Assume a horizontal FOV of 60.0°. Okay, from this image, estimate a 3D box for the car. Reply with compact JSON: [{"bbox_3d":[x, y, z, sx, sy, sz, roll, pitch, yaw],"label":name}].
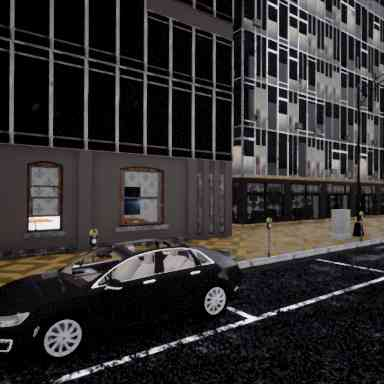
[{"bbox_3d":[-1.072,1.551,5.786,4.403,1.369,2.008,0,0,-35],"label":"car"}]
